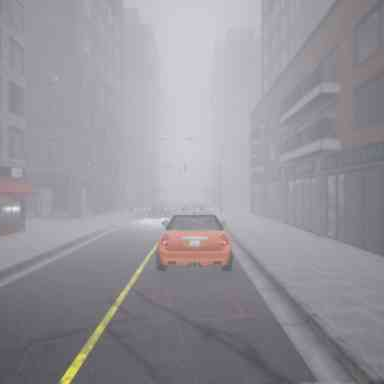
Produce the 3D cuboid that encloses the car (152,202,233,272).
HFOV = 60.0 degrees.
[{"bbox_3d":[0.076,1.354,10.921,2.097,1.767,4.553,0,0,0],"label":"car"}]

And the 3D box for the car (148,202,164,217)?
[{"bbox_3d":[-3.099,1.607,31.898,1.895,1.301,4.718,0,0,0],"label":"car"}]

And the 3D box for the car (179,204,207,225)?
[{"bbox_3d":[0.068,1.604,25.021,1.895,1.301,4.718,0,0,0],"label":"car"}]
